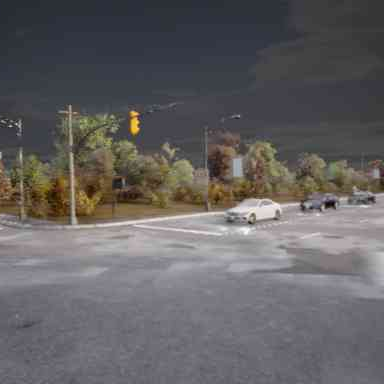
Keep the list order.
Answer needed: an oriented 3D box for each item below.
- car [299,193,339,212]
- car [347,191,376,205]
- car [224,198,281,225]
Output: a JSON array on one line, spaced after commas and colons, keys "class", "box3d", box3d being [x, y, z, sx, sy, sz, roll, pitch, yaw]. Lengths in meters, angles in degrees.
[{"class": "car", "box3d": [10.882, 0.844, 28.288, 2.128, 1.511, 4.902, -1, 1, 44]}, {"class": "car", "box3d": [18.525, 0.584, 36.236, 1.812, 1.442, 4.674, -1, 1, 44]}, {"class": "car", "box3d": [3.963, 1.145, 21.078, 1.812, 1.442, 4.674, -1, 1, 44]}]
